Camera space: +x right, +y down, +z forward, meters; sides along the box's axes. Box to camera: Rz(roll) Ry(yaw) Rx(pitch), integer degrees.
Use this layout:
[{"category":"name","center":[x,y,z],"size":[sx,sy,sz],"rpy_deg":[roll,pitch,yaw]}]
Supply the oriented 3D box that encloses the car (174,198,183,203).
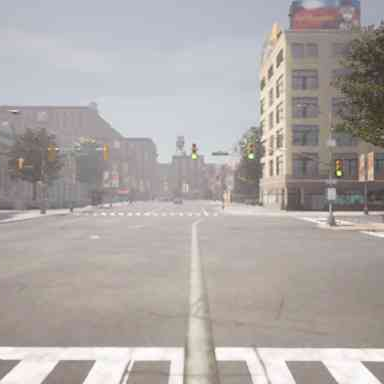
[{"category":"car","center":[-3.527,2.323,89.690],"size":[2.033,1.411,5.357],"rpy_deg":[0,-1,1]}]

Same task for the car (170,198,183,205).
[{"category":"car","center":[-3.524,2.262,79.280],"size":[2.033,1.411,5.357],"rpy_deg":[0,-1,0]}]
